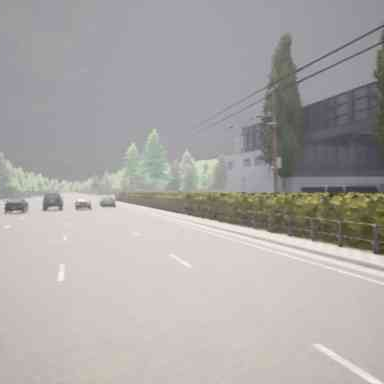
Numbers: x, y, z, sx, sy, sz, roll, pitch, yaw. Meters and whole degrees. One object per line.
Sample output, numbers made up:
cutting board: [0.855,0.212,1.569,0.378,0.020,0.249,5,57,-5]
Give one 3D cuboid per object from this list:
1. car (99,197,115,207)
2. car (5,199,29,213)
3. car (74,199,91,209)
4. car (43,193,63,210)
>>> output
car: [-12.239,1.416,47.784,1.994,1.385,4.181,-1,1,-20]
car: [-19.543,1.513,37.280,1.882,1.535,5.008,-1,1,-20]
car: [-14.054,1.516,42.614,1.895,1.301,4.718,-1,0,-20]
car: [-17.739,1.195,42.472,2.150,2.045,5.566,-1,1,-20]
